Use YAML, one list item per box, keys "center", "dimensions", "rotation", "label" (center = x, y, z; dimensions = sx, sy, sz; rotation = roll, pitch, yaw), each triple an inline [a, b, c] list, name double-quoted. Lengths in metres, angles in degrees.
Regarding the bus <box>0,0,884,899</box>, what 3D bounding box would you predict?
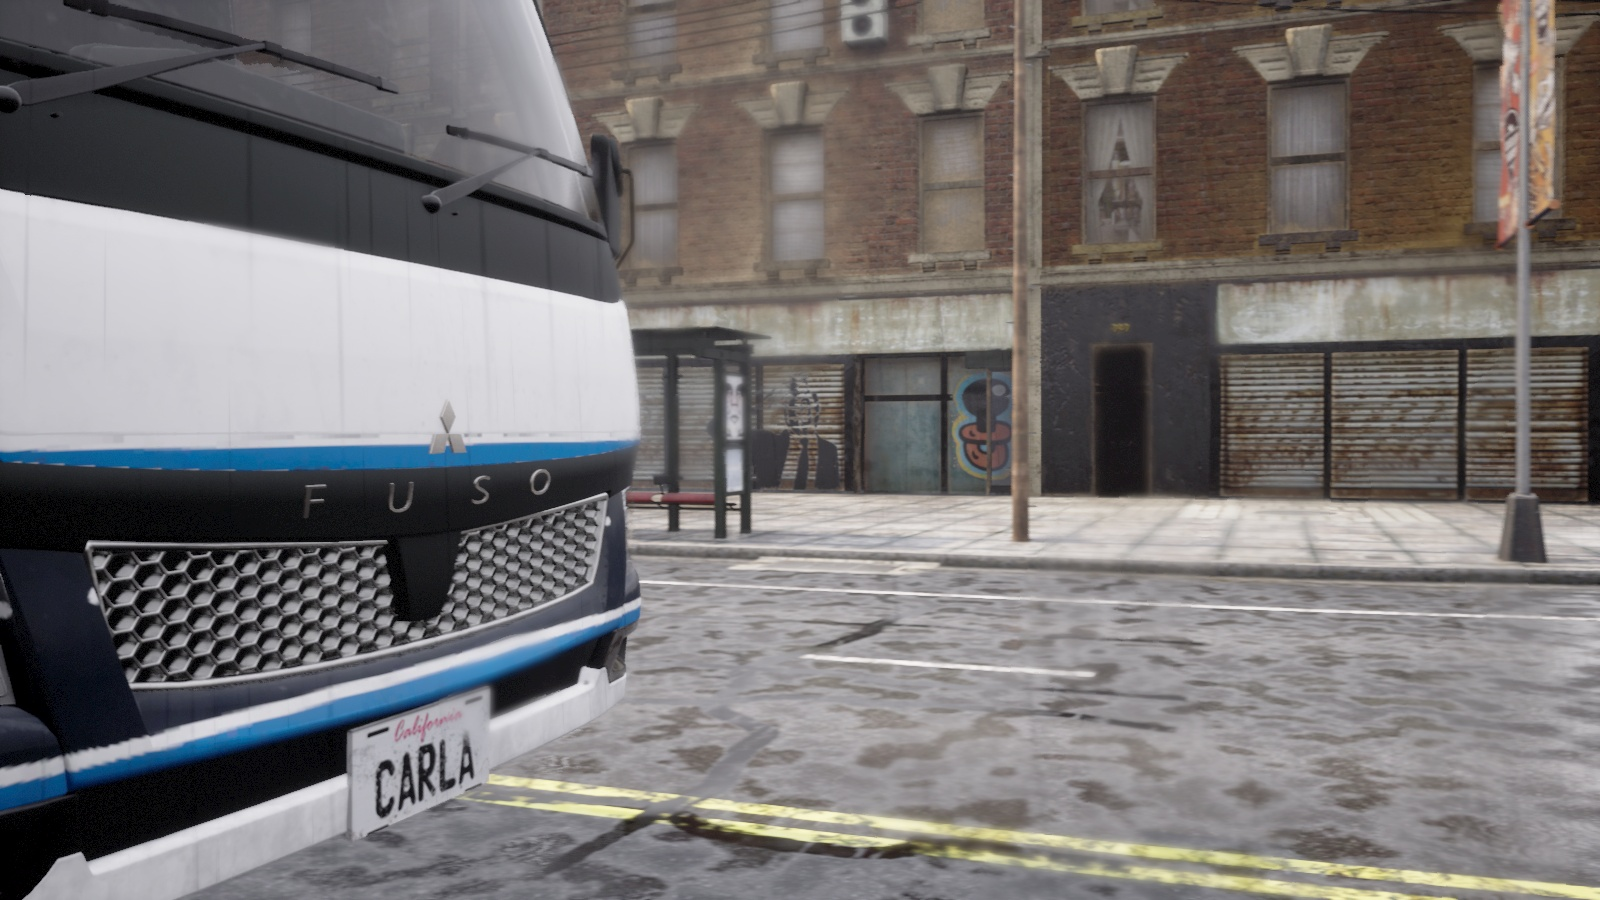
- center: [-5.169, -0.648, 5.089]
  dimensions: [10.273, 4.253, 3.944]
  rotation: [1, 1, 21]
  label: "bus"
